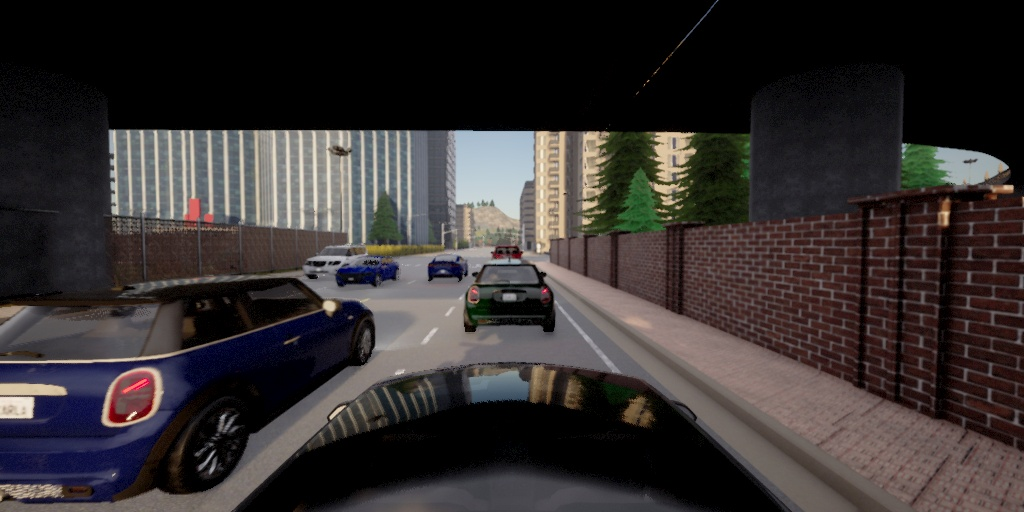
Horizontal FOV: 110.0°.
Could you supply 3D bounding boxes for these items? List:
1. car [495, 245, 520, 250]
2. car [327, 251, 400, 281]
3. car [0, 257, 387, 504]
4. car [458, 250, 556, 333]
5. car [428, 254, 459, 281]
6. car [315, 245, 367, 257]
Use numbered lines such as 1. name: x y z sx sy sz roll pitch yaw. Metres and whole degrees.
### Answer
1. car: -0.351 0.230 25.835 2.150 2.045 5.566 0 2 -1
2. car: -7.409 0.707 18.901 1.882 1.535 5.008 0 2 -1
3. car: -3.509 1.015 4.636 2.097 1.767 4.553 0 2 0
4. car: -0.074 0.849 9.943 2.097 1.767 4.553 0 2 -1
5. car: -3.775 0.615 21.795 1.882 1.535 5.008 0 2 -1
6. car: -10.981 0.327 23.018 2.150 2.045 5.566 0 2 -1
